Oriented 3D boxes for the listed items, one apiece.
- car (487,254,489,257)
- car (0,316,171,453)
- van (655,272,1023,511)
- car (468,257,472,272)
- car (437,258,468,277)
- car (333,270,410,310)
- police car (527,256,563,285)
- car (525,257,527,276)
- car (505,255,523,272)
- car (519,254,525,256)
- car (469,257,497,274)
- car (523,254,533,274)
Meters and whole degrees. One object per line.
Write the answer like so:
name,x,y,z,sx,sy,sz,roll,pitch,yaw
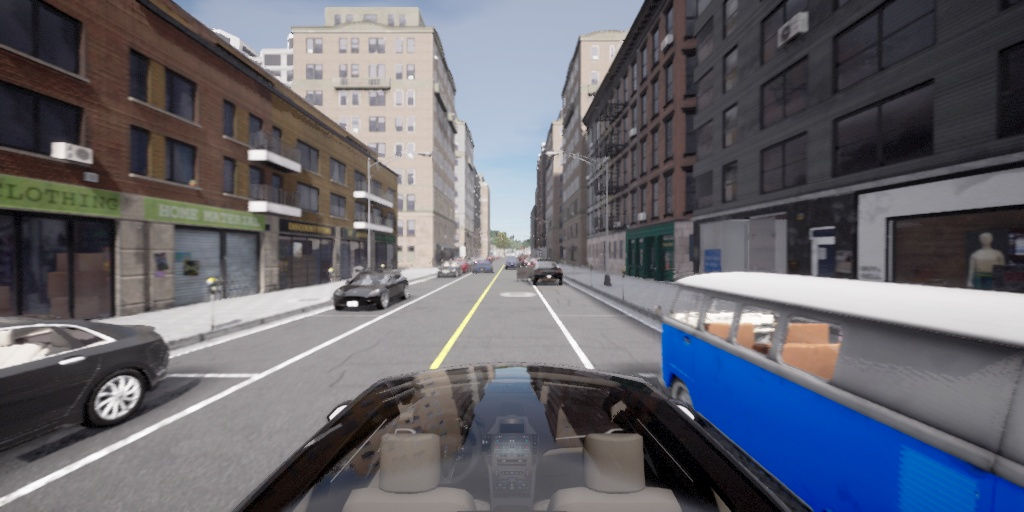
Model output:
car,-5.384,0.798,59.758,1.967,1.591,4.097,0,0,0
car,-5.388,1.292,2.936,2.007,1.370,4.403,0,0,0
van,2.637,1.083,2.936,1.690,1.789,3.998,0,0,0
car,-5.385,1.058,37.030,1.888,1.381,4.507,0,0,0
car,-5.386,1.102,31.347,2.007,1.370,4.403,0,0,0
car,-5.387,1.232,14.301,1.948,1.339,4.313,0,0,0
police car,2.243,1.024,24.274,1.930,1.638,5.238,0,0,0
car,2.640,1.058,37.029,1.888,1.381,4.507,0,0,0
car,0.042,0.993,47.031,2.033,1.411,5.357,0,0,1
car,2.641,0.673,59.758,2.192,1.841,5.009,0,0,0
car,-2.839,1.083,36.091,1.994,1.385,4.181,0,0,0
car,2.640,0.914,42.712,1.967,1.591,4.097,0,0,0
